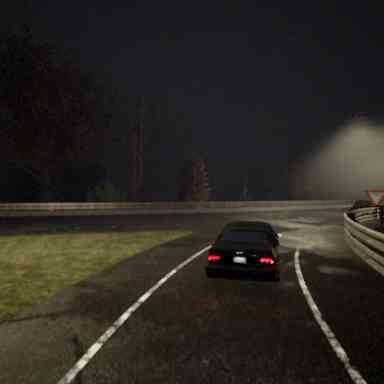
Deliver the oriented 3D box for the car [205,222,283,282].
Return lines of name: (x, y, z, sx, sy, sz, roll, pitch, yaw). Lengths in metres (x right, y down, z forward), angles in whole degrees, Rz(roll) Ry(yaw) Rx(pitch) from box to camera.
car: (1.699, 1.607, 10.028, 2.033, 1.411, 5.357, 0, 0, 14)

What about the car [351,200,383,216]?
car: (18.277, 1.575, 34.224, 4.553, 1.767, 2.097, 0, 0, -40)
